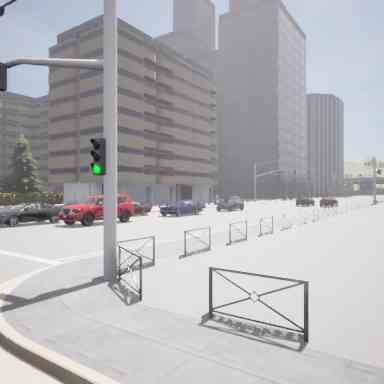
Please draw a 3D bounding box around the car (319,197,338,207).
[{"bbox_3d":[20.874,1.478,50.652,1.882,1.535,5.008,0,0,35],"label":"car"}]

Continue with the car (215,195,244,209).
[{"bbox_3d":[5.385,1.352,46.938,2.097,1.767,4.553,0,0,35],"label":"car"}]

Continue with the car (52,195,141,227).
[{"bbox_3d":[-6.550,1.221,23.524,2.150,2.045,5.566,0,0,35],"label":"car"}]

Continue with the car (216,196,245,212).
[{"bbox_3d":[4.679,1.526,39.790,1.812,1.442,4.674,0,0,35],"label":"car"}]

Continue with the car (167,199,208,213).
[{"bbox_3d":[-0.407,1.547,38.601,2.033,1.411,5.357,0,0,35],"label":"car"}]

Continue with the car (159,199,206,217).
[{"bbox_3d":[-1.006,1.601,31.569,1.895,1.301,4.718,0,0,35],"label":"car"}]

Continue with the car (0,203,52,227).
[{"bbox_3d":[-11.213,1.492,22.925,2.128,1.511,4.902,0,0,35],"label":"car"}]

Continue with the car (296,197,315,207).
[{"bbox_3d":[17.950,1.478,52.546,1.882,1.535,5.008,0,0,35],"label":"car"}]

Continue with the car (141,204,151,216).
[{"bbox_3d":[-5.953,1.601,30.557,1.895,1.301,4.718,0,0,35],"label":"car"}]
